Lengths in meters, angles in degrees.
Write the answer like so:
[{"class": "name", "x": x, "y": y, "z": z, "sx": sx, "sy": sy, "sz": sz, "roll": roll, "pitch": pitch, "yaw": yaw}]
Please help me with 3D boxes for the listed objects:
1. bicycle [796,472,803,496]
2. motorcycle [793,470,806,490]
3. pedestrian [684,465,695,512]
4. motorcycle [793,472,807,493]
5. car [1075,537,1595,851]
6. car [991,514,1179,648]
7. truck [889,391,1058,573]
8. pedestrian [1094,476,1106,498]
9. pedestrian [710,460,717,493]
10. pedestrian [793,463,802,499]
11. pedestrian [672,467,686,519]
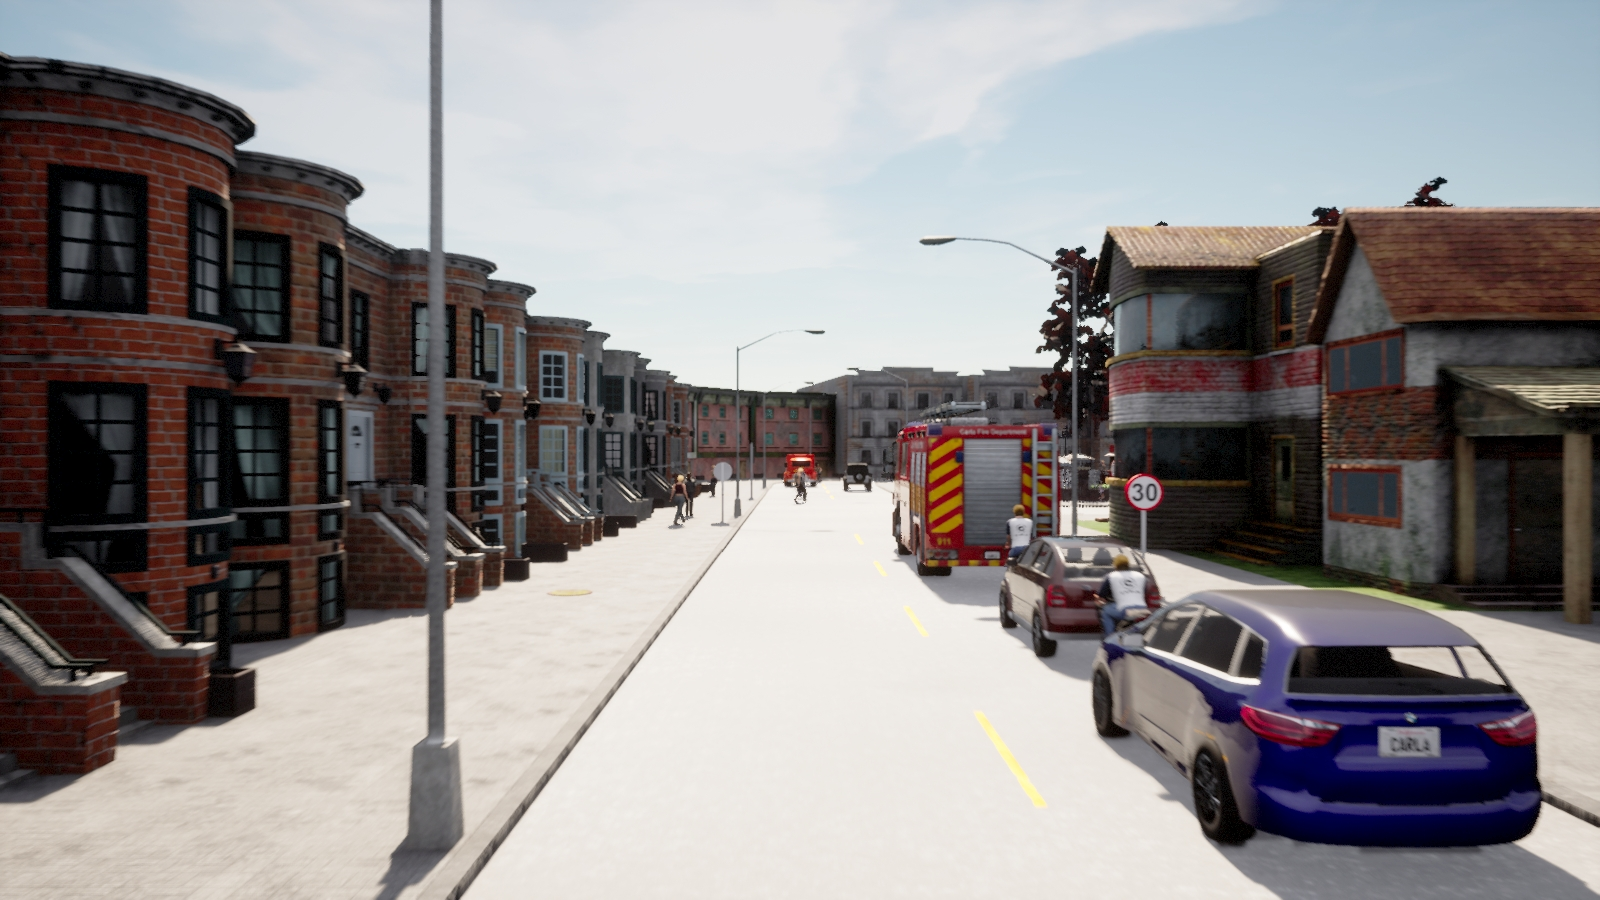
[{"class": "bicycle", "x": -0.023, "y": 1.936, "z": 65.753, "sx": 0.373, "sy": 1.296, "sz": 1.643, "roll": 0, "pitch": 0, "yaw": 0}, {"class": "motorcycle", "x": -0.026, "y": 1.962, "z": 75.113, "sx": 0.856, "sy": 1.236, "sz": 1.805, "roll": 0, "pitch": 0, "yaw": 0}, {"class": "pedestrian", "x": -4.431, "y": 1.524, "z": 45.681, "sx": 0.375, "sy": 1.860, "sz": 0.375, "roll": 0, "pitch": 0, "yaw": -18}, {"class": "motorcycle", "x": -0.026, "y": 1.962, "z": 70.040, "sx": 0.856, "sy": 1.236, "sz": 1.805, "roll": 0, "pitch": 0, "yaw": 0}, {"class": "car", "x": 4.000, "y": 1.747, "z": 9.664, "sx": 2.242, "sy": 1.667, "sz": 4.611, "roll": 0, "pitch": 0, "yaw": 0}, {"class": "car", "x": 4.004, "y": 1.800, "z": 16.675, "sx": 1.789, "sy": 1.549, "sz": 3.705, "roll": 0, "pitch": 0, "yaw": 0}, {"class": "truck", "x": 3.992, "y": 0.671, "z": 28.334, "sx": 2.891, "sy": 3.827, "sz": 8.468, "roll": 0, "pitch": 0, "yaw": 0}, {"class": "pedestrian", "x": 15.426, "y": 1.896, "z": 58.818, "sx": 0.500, "sy": 1.100, "sz": 0.500, "roll": 0, "pitch": 0, "yaw": 1}, {"class": "pedestrian", "x": -4.993, "y": 1.524, "z": 65.676, "sx": 0.375, "sy": 1.860, "sz": 0.375, "roll": 0, "pitch": 0, "yaw": 2}, {"class": "pedestrian", "x": -0.143, "y": 1.628, "z": 59.454, "sx": 0.375, "sy": 1.860, "sz": 0.375, "roll": 0, "pitch": 0, "yaw": -17}, {"class": "pedestrian", "x": -4.310, "y": 1.523, "z": 40.647, "sx": 0.375, "sy": 1.860, "sz": 0.375, "roll": 0, "pitch": 0, "yaw": 17}]
